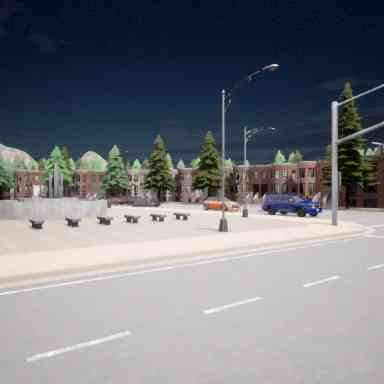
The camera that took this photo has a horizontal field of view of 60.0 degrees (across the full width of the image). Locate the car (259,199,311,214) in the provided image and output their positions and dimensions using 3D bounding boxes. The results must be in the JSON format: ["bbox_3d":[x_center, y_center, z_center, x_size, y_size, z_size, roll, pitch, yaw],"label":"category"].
[{"bbox_3d":[10.046,1.547,36.265,2.033,1.411,5.357,0,0,-36],"label":"car"}]

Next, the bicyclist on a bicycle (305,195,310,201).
[{"bbox_3d":[16.149,1.303,46.584,1.656,1.620,0.582,0,0,-37],"label":"bicyclist on a bicycle"}]

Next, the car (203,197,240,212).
[{"bbox_3d":[3.439,1.352,38.935,2.097,1.767,4.553,0,0,-41],"label":"car"}]

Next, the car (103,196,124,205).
[{"bbox_3d":[-14.104,1.564,58.804,4.181,1.385,1.994,0,0,18],"label":"car"}]

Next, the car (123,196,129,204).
[{"bbox_3d":[-7.992,1.601,52.568,4.718,1.301,1.895,0,0,26],"label":"car"}]

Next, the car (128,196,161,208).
[{"bbox_3d":[-6.505,1.563,47.711,4.181,1.385,1.994,0,0,32],"label":"car"}]

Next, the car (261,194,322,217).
[{"bbox_3d":[9.320,1.221,31.290,2.150,2.045,5.566,0,0,-38],"label":"car"}]

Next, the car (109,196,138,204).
[{"bbox_3d":[-12.759,1.505,62.036,4.892,1.490,1.837,0,0,18],"label":"car"}]

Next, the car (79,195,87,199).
[{"bbox_3d":[-22.579,1.352,63.968,4.553,1.767,2.097,0,0,7],"label":"car"}]

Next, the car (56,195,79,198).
[{"bbox_3d":[-23.841,1.505,60.674,4.892,1.490,1.837,0,0,5],"label":"car"}]
